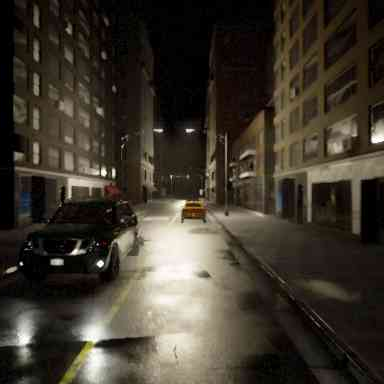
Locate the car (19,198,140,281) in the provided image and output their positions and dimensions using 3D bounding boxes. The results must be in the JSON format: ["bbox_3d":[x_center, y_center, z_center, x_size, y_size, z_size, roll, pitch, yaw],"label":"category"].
[{"bbox_3d":[-3.016,1.234,10.240,2.150,2.045,5.566,0,0,0],"label":"car"}]

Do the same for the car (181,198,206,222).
[{"bbox_3d":[0.114,1.506,26.492,1.882,1.535,5.008,0,0,0],"label":"car"}]
